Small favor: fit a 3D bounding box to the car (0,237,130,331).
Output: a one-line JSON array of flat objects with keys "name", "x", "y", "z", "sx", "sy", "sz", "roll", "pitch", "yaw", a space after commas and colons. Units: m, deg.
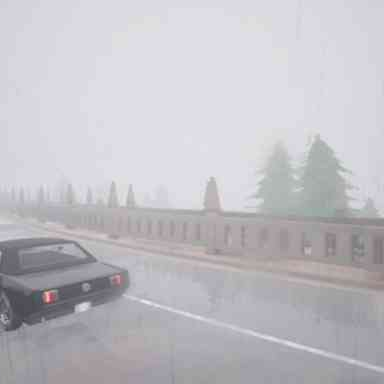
[{"name": "car", "x": -3.496, "y": 1.625, "z": 6.971, "sx": 4.718, "sy": 1.301, "sz": 1.895, "roll": 0, "pitch": 0, "yaw": 40}]
